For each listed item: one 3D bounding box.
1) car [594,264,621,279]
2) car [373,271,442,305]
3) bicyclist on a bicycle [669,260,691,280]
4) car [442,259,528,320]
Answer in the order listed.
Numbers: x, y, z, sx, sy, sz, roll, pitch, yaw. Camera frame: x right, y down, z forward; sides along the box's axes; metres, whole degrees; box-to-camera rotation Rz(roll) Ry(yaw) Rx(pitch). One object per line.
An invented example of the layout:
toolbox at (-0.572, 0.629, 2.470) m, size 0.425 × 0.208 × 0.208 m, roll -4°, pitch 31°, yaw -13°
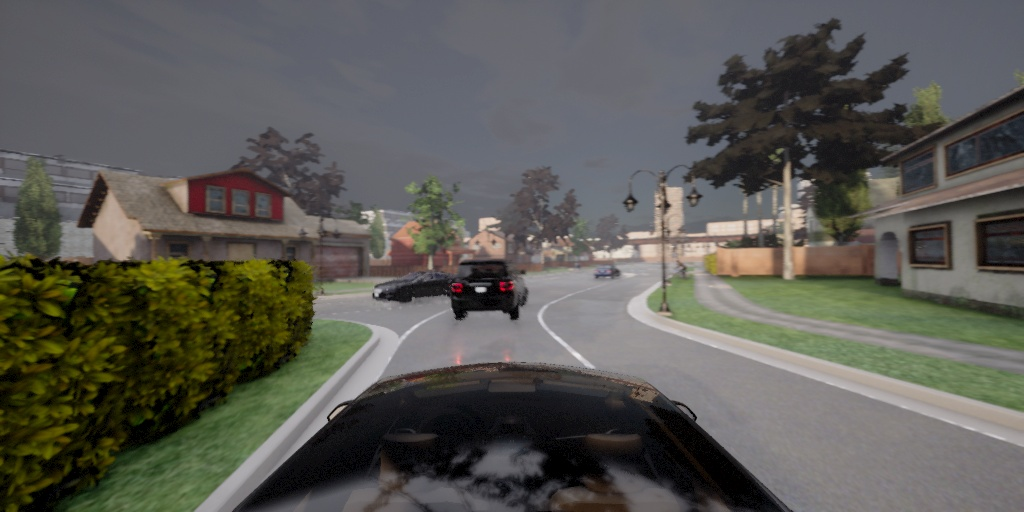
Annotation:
car at (9.765, 1.565, 36.463) m, size 2.033 × 1.411 × 5.357 m, roll -1°, pitch -1°, yaw 27°
car at (-4.638, 1.531, 18.438) m, size 2.128 × 1.511 × 4.902 m, roll -1°, pitch -1°, yaw 42°
bicyclist on a bicycle at (13.875, 1.164, 29.576) m, size 1.656 × 1.620 × 0.582 m, roll -2°, pitch -1°, yaw 27°
car at (-0.690, 1.135, 13.609) m, size 2.150 × 2.045 × 5.566 m, roll -2°, pitch -1°, yaw 6°
